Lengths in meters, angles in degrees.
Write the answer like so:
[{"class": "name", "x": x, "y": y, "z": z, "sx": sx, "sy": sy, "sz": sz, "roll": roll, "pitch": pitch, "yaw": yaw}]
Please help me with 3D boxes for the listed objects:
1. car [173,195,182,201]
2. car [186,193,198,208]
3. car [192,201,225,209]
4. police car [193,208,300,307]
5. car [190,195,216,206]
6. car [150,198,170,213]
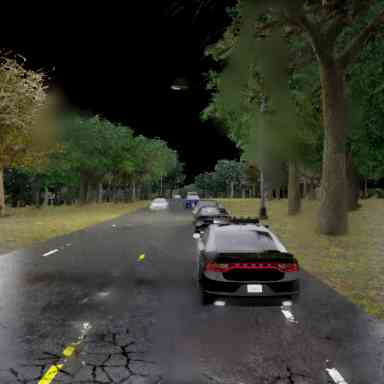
[{"class": "car", "x": -3.357, "y": 1.382, "z": 76.879, "sx": 1.812, "sy": 1.442, "sz": 4.674, "roll": 0, "pitch": 0, "yaw": 0}, {"class": "car", "x": 0.128, "y": 1.359, "z": 46.887, "sx": 1.882, "sy": 1.535, "sz": 5.008, "roll": 0, "pitch": 0, "yaw": 1}, {"class": "car", "x": 1.084, "y": 1.465, "z": 18.102, "sx": 1.882, "sy": 1.535, "sz": 5.008, "roll": 0, "pitch": 0, "yaw": 0}, {"class": "police car", "x": 1.066, "y": 1.425, "z": 8.210, "sx": 1.930, "sy": 1.638, "sz": 5.238, "roll": 0, "pitch": 0, "yaw": 0}, {"class": "car", "x": 1.094, "y": 1.324, "z": 24.073, "sx": 2.097, "sy": 1.767, "sz": 4.553, "roll": 0, "pitch": 0, "yaw": 0}, {"class": "car", "x": -3.532, "y": 1.455, "z": 36.766, "sx": 1.812, "sy": 1.442, "sz": 4.674, "roll": 0, "pitch": 0, "yaw": 0}]
